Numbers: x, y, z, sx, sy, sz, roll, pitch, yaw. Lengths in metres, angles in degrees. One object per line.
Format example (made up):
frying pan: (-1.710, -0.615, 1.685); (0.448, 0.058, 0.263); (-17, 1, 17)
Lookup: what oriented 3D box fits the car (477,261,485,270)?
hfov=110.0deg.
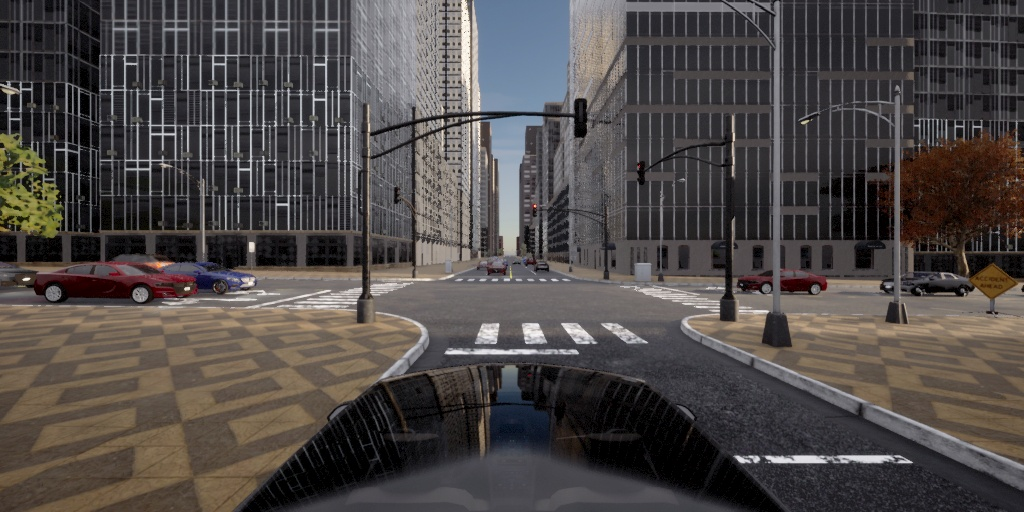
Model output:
car: (-4.149, 1.342, 52.125); (1.802, 1.307, 4.207); (0, 0, 0)

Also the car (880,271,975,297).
car: (26.276, 1.740, 22.785); (4.902, 1.511, 2.128); (1, 0, -3)

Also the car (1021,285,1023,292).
car: (36.267, 1.932, 23.263); (4.892, 1.490, 1.837); (1, 0, -3)

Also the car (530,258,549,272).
car: (3.818, 1.329, 46.652); (1.948, 1.339, 4.313); (0, 0, 0)

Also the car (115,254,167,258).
car: (-24.929, 0.667, 23.532); (4.553, 1.767, 2.097); (1, 0, -3)

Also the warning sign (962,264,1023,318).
warning sign: (17.251, 1.204, 12.883); (1.060, 1.860, 1.300); (0, 0, -3)

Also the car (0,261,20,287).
car: (-24.912, 0.882, 16.833); (4.181, 1.385, 1.994); (1, 0, -3)

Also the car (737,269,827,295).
car: (16.706, 1.554, 22.317); (5.008, 1.535, 1.882); (1, 0, -3)

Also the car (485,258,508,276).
car: (-1.587, 1.244, 38.526); (1.882, 1.535, 5.008); (0, 0, -1)

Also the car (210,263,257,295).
car: (-14.986, 1.026, 17.316); (4.674, 1.442, 1.812); (1, 0, -1)

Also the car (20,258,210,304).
car: (-15.295, 0.973, 14.044); (5.008, 1.535, 1.882); (1, 0, -2)
